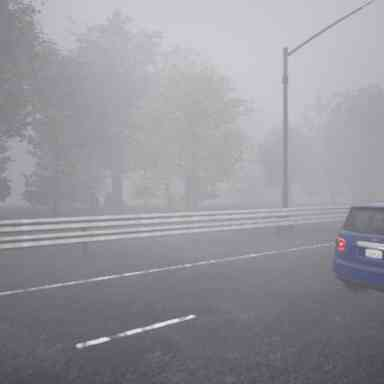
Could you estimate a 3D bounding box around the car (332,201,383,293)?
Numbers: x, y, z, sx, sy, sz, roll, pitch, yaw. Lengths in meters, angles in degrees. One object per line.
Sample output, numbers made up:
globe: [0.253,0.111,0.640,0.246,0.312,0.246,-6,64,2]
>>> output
car: [5.531,1.225,7.611,5.566,2.045,2.150,0,0,-35]

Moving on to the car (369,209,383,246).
car: [10.244,1.513,15.088,4.892,1.490,1.837,0,0,-34]
